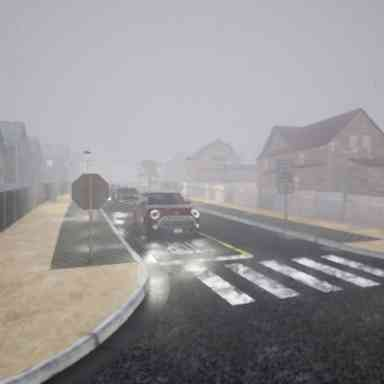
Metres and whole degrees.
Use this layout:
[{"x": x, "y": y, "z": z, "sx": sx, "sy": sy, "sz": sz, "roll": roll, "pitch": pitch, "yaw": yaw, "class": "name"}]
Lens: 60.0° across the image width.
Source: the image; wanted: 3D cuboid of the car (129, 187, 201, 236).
[{"x": -1.197, "y": 0.739, "z": 14.270, "sx": 2.097, "sy": 1.767, "sz": 4.553, "roll": 0, "pitch": 3, "yaw": -18, "class": "car"}]

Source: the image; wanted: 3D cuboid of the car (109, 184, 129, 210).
[{"x": -4.755, "y": 0.427, "z": 24.246, "sx": 1.837, "sy": 1.490, "sz": 4.892, "roll": -1, "pitch": 3, "yaw": -18, "class": "car"}]
